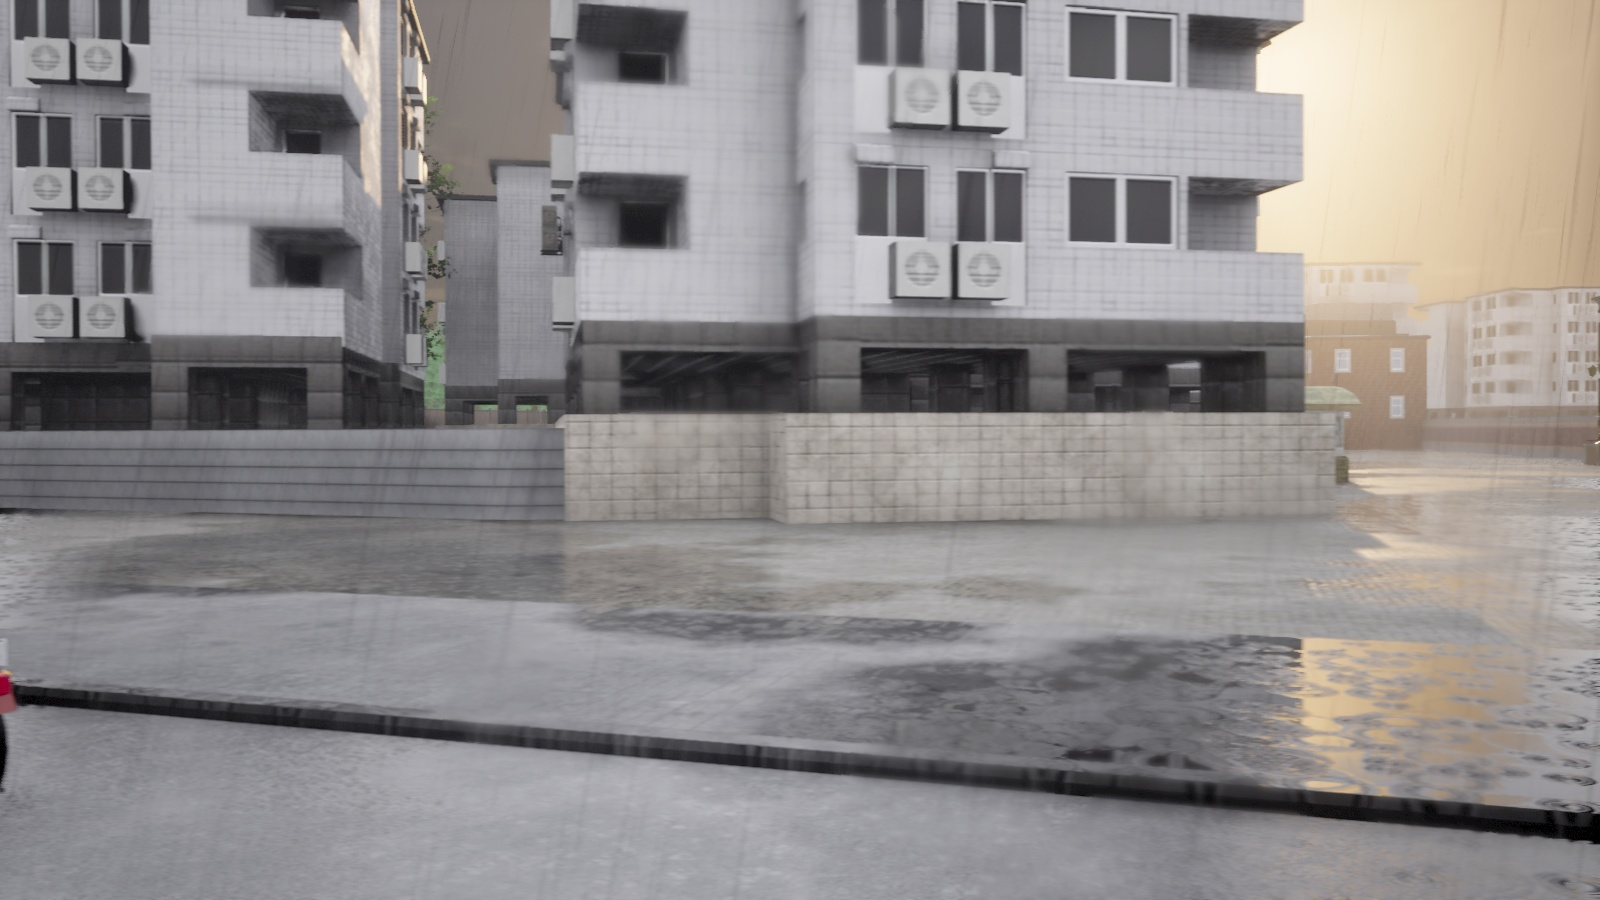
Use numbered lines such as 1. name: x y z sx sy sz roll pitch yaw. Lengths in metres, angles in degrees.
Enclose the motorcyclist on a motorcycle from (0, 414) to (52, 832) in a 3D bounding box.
1. motorcyclist on a motorcycle: -4.318 0.678 5.176 2.350 1.649 0.766 0 1 19
